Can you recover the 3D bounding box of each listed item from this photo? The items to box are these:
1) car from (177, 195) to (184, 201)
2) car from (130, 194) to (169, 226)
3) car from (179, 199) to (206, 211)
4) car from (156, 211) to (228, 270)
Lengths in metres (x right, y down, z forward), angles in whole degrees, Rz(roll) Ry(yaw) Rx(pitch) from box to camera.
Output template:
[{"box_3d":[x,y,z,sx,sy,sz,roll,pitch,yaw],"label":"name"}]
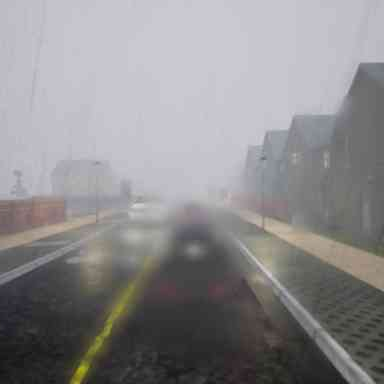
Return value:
[{"box_3d":[-2.745,1.395,80.572,2.033,1.411,5.357,0,0,0],"label":"car"},{"box_3d":[-2.814,1.178,23.092,2.150,2.045,5.566,0,0,0],"label":"car"},{"box_3d":[0.059,1.477,24.688,1.812,1.442,4.674,0,0,0],"label":"car"},{"box_3d":[0.067,1.541,10.973,1.994,1.385,4.181,0,0,0],"label":"car"}]
